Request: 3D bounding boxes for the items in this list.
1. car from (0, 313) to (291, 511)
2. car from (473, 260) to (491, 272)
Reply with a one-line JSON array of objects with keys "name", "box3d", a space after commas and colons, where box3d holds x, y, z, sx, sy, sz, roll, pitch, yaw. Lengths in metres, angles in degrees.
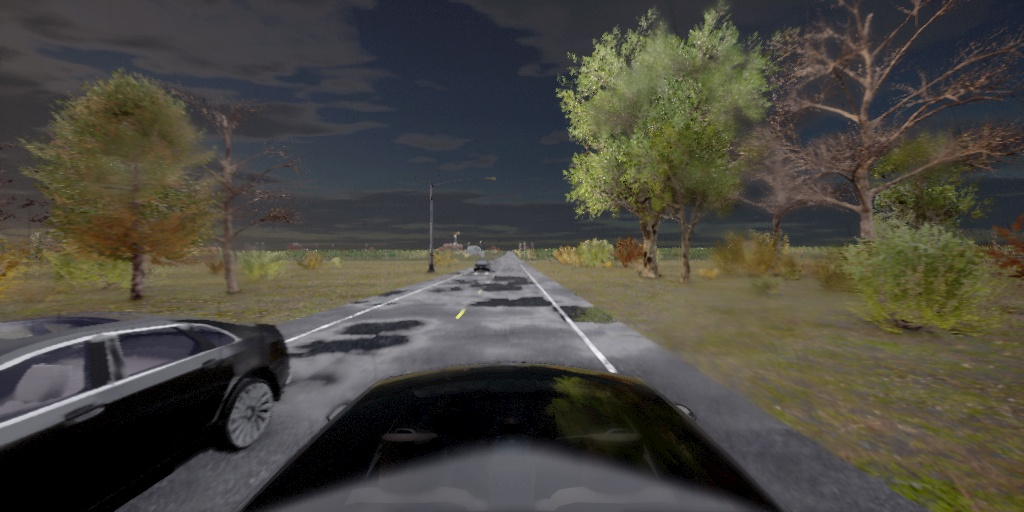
[{"name": "car", "box3d": [-3.599, 1.241, 2.333, 2.128, 1.511, 4.902, 0, 0, 0]}, {"name": "car", "box3d": [-3.576, 1.195, 43.823, 2.033, 1.411, 5.357, 0, 0, 0]}]
